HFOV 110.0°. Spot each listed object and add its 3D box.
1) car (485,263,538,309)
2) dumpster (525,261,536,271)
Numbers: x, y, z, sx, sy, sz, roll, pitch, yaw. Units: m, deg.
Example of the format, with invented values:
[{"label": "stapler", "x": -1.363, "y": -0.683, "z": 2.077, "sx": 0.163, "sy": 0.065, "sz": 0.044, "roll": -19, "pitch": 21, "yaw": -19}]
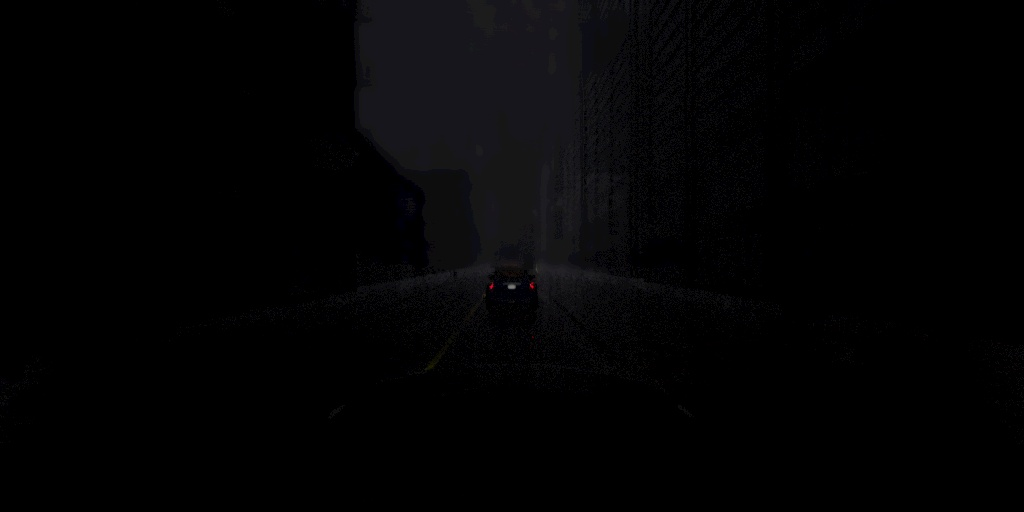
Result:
[{"label": "car", "x": -0.007, "y": 1.240, "z": 15.914, "sx": 2.097, "sy": 1.767, "sz": 4.553, "roll": 0, "pitch": -1, "yaw": 0}, {"label": "dumpster", "x": 3.098, "y": 1.792, "z": 60.916, "sx": 1.020, "sy": 1.700, "sz": 1.940, "roll": 0, "pitch": 0, "yaw": 0}]
